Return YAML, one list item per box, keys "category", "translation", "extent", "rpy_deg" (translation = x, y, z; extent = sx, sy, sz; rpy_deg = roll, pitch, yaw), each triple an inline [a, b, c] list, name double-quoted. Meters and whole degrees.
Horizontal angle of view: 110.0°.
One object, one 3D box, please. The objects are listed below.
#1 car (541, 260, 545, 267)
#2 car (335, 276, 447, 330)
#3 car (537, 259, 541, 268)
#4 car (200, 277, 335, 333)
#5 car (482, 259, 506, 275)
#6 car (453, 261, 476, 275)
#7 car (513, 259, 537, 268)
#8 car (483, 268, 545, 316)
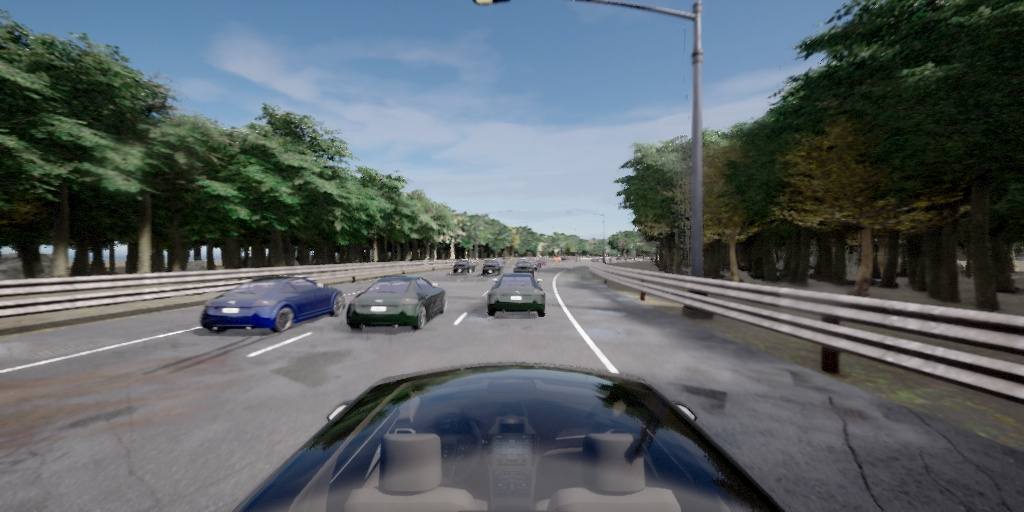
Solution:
- category: "car"
  translation: [4.036, 1.228, 60.640]
  extent: [2.128, 1.511, 4.902]
  rpy_deg: [0, 0, 8]
- category: "car"
  translation: [-3.320, 1.310, 11.061]
  extent: [1.994, 1.385, 4.181]
  rpy_deg: [0, 0, 2]
- category: "car"
  translation: [2.572, 1.356, 48.715]
  extent: [1.895, 1.301, 4.718]
  rpy_deg: [0, 0, 6]
- category: "car"
  translation: [-6.809, 1.303, 10.745]
  extent: [1.994, 1.385, 4.181]
  rpy_deg: [0, 0, 1]
- category: "car"
  translation: [-1.931, 1.259, 37.525]
  extent: [1.837, 1.490, 4.892]
  rpy_deg: [0, 0, 5]
- category: "car"
  translation: [-5.242, 1.250, 40.080]
  extent: [1.837, 1.490, 4.892]
  rpy_deg: [0, 0, 5]
- category: "car"
  translation: [1.145, 1.264, 32.724]
  extent: [1.837, 1.490, 4.892]
  rpy_deg: [0, 0, 4]
- category: "car"
  translation: [0.190, 1.317, 13.506]
  extent: [1.994, 1.385, 4.181]
  rpy_deg: [0, 0, 2]
